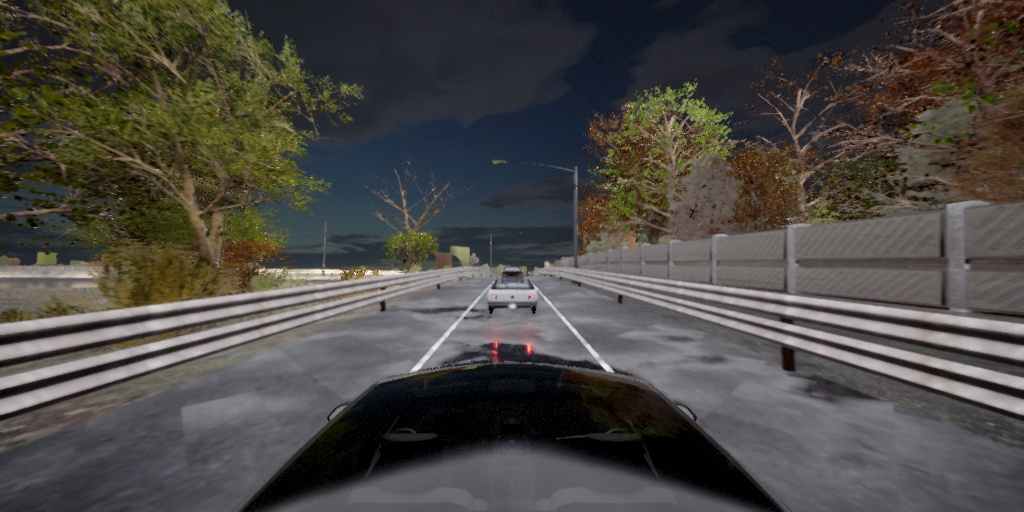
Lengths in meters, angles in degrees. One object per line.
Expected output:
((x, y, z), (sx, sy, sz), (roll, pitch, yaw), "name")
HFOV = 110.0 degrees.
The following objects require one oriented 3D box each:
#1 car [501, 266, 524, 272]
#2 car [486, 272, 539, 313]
((0.060, 1.636, 31.749), (1.882, 1.535, 5.008), (0, -1, 1), "car")
((0.037, 1.525, 14.923), (1.895, 1.301, 4.718), (0, -1, 0), "car")
